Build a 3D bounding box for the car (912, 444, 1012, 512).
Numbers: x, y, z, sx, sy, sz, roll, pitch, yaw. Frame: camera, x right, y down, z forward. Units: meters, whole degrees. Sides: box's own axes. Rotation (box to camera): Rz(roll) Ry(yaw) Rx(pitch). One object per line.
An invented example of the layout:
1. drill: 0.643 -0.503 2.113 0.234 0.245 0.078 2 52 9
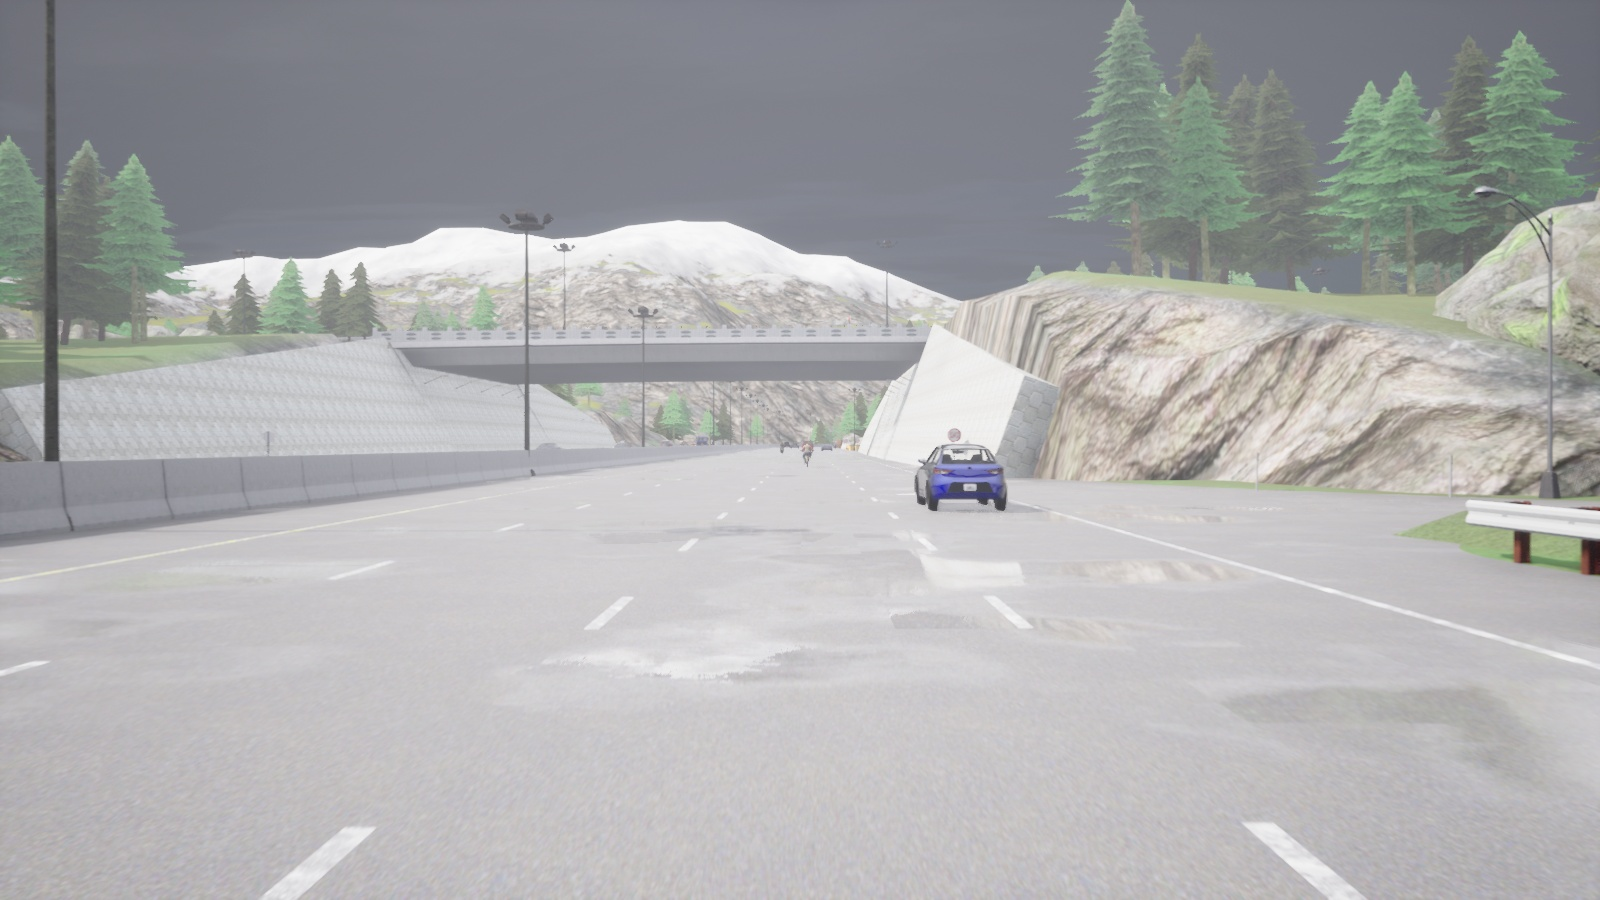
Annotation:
1. car: 3.682 0.598 29.239 1.816 1.474 4.193 0 0 0
